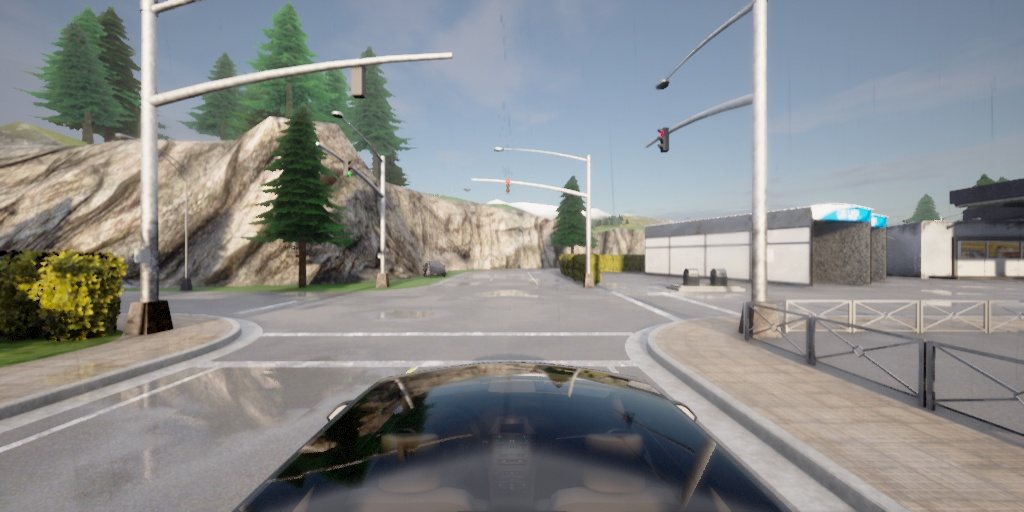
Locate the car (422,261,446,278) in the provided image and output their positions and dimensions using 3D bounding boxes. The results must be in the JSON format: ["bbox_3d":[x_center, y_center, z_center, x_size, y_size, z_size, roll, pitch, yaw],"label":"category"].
[{"bbox_3d":[-7.338,1.243,33.374,1.882,1.535,5.008,0,1,-16],"label":"car"}]
